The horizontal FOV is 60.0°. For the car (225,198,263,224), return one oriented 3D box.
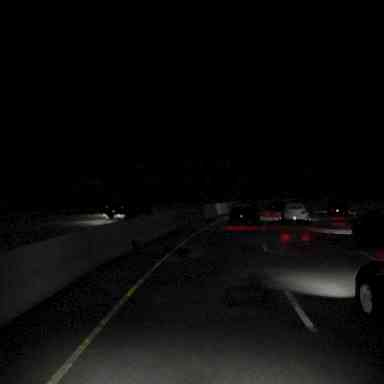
[{"bbox_3d":[4.012,1.481,24.839,1.882,1.535,5.008,0,0,16],"label":"car"}]

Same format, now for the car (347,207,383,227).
[{"bbox_3d":[8.816,1.533,15.204,1.812,1.442,4.674,0,0,11],"label":"car"}]

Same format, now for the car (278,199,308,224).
[{"bbox_3d":[7.623,1.529,24.713,1.812,1.442,4.674,0,0,17],"label":"car"}]

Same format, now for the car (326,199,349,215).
[{"bbox_3d":[14.700,1.510,33.574,1.837,1.490,4.892,0,0,24],"label":"car"}]

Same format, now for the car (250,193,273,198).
[{"bbox_3d":[14.309,1.330,65.557,2.150,2.045,5.566,0,0,40],"label":"car"}]

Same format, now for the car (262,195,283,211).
[{"bbox_3d":[10.709,1.518,41.280,2.128,1.511,4.902,0,0,27],"label":"car"}]

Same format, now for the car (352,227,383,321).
[{"bbox_3d":[3.900,1.513,4.352,1.837,1.490,4.892,0,0,3],"label":"car"}]

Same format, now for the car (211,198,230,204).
[{"bbox_3d":[4.225,1.520,44.415,1.882,1.535,5.008,0,0,28],"label":"car"}]

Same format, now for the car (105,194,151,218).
[{"bbox_3d":[-5.604,1.229,29.962,2.150,2.045,5.566,0,0,18],"label":"car"}]

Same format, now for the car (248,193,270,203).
[{"bbox_3d":[14.371,1.332,70.911,2.150,2.045,5.566,0,0,43],"label":"car"}]

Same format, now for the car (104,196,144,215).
[{"bbox_3d":[-7.237,1.373,35.746,2.097,1.767,4.553,0,0,21],"label":"car"}]
